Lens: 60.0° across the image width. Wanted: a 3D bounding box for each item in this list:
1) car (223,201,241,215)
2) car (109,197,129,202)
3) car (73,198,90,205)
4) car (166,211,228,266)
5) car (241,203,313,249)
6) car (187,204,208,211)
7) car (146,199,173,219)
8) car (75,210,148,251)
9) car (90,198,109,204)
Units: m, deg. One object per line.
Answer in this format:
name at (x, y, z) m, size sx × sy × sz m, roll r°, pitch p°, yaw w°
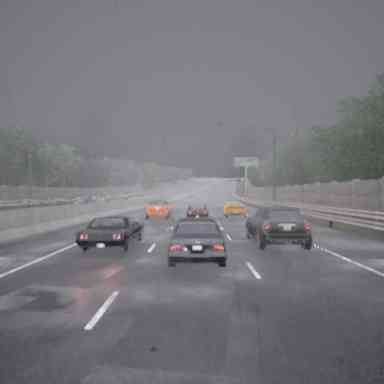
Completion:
car at (4.097, 1.646, 32.848) m, size 1.882 × 1.535 × 5.008 m, roll 0°, pitch 0°, yaw 2°
car at (-12.516, 1.621, 59.120) m, size 2.097 × 1.767 × 4.553 m, roll 0°, pitch 0°, yaw 3°
car at (-19.509, 1.754, 59.345) m, size 2.128 × 1.511 × 4.902 m, roll 0°, pitch 0°, yaw 3°
car at (0.173, 1.607, 11.725) m, size 2.033 × 1.411 × 5.357 m, roll 0°, pitch 0°, yaw 1°
car at (3.720, 1.431, 15.003) m, size 2.097 × 1.767 × 4.553 m, roll 0°, pitch 0°, yaw 1°
car at (0.512, 1.752, 29.929) m, size 1.895 × 1.301 × 4.718 m, roll 0°, pitch 0°, yaw 1°
car at (-2.954, 1.505, 31.088) m, size 2.097 × 1.767 × 4.553 m, roll 0°, pitch 0°, yaw 2°
car at (-3.293, 1.671, 14.342) m, size 1.895 × 1.301 × 4.718 m, roll 0°, pitch 0°, yaw 1°
car at (-16.015, 1.790, 59.162) m, size 1.812 × 1.442 × 4.674 m, roll 0°, pitch 0°, yaw 3°
